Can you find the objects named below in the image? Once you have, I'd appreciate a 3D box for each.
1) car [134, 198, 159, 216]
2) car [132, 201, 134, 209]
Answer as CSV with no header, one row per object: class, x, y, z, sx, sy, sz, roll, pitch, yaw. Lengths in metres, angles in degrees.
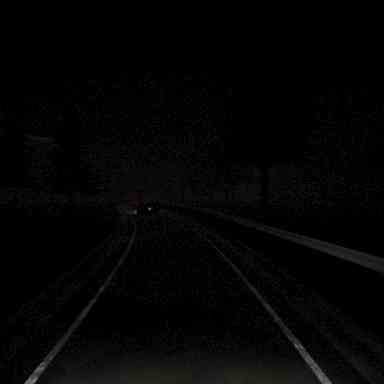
car,-4.535,1.615,34.042,1.994,1.385,4.181,0,0,-13
car,-7.327,1.597,46.186,1.812,1.442,4.674,0,0,-11
